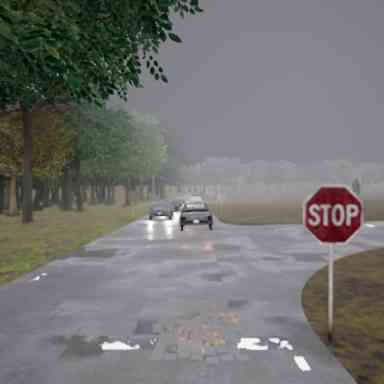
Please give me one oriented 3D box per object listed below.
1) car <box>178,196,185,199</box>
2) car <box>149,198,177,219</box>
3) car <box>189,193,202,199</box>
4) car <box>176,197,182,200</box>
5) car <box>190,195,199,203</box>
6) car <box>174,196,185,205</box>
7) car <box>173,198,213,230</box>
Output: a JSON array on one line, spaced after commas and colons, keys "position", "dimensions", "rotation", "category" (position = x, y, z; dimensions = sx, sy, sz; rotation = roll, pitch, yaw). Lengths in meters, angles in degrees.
[{"position": [-2.391, 1.563, 49.589], "dimensions": [2.033, 1.411, 5.357], "rotation": [0, 0, 0], "category": "car"}, {"position": [-2.579, 1.503, 28.913], "dimensions": [1.837, 1.490, 4.892], "rotation": [0, 0, 0], "category": "car"}, {"position": [0.636, 1.244, 61.063], "dimensions": [2.150, 2.045, 5.566], "rotation": [0, 0, 0], "category": "car"}, {"position": [-2.484, 1.605, 38.993], "dimensions": [1.895, 1.301, 4.718], "rotation": [0, 0, 1], "category": "car"}, {"position": [0.623, 1.498, 71.415], "dimensions": [1.882, 1.535, 5.008], "rotation": [0, 0, 0], "category": "car"}, {"position": [-2.250, 1.550, 60.932], "dimensions": [1.812, 1.442, 4.674], "rotation": [0, 0, 1], "category": "car"}, {"position": [0.241, 1.371, 20.165], "dimensions": [2.128, 1.511, 4.902], "rotation": [-2, -1, 1], "category": "car"}]
